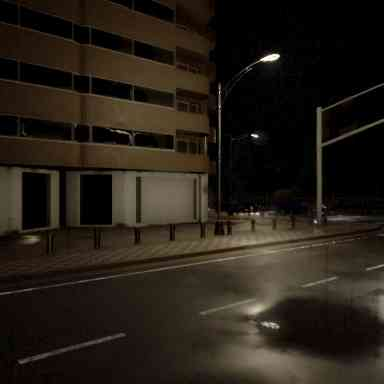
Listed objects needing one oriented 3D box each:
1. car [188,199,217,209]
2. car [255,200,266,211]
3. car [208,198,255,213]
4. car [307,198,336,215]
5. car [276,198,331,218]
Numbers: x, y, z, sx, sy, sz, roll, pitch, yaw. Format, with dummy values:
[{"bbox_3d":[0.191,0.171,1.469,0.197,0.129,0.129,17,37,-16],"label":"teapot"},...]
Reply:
[{"bbox_3d":[1.472,1.656,48.691,1.895,1.301,4.718,0,0,-36],"label":"car"},{"bbox_3d":[6.946,1.560,41.091,1.837,1.490,4.892,0,0,-36],"label":"car"},{"bbox_3d":[4.388,1.603,38.653,2.033,1.411,5.357,0,0,-36],"label":"car"},{"bbox_3d":[12.192,1.407,33.819,2.097,1.767,4.553,0,0,-36],"label":"car"},{"bbox_3d":[10.013,1.581,30.886,1.812,1.442,4.674,0,0,-37],"label":"car"}]
